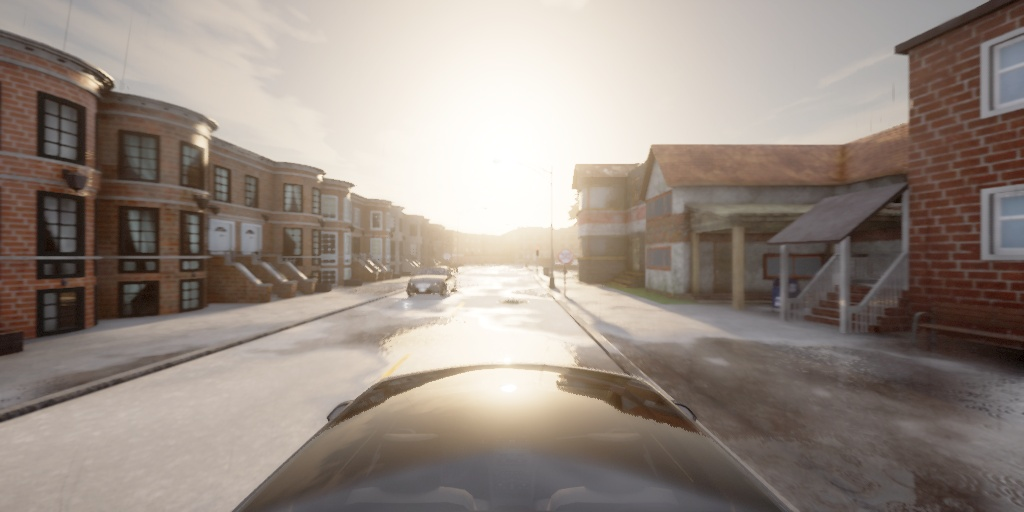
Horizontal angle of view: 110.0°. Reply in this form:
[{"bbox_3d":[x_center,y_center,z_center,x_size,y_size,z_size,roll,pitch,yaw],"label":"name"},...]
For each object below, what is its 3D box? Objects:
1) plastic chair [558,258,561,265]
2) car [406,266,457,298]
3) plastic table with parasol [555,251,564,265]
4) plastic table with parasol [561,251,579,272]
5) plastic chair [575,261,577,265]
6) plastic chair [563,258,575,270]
[{"bbox_3d":[8.737,1.417,62.247,0.730,1.272,0.750,0,0,-40],"label":"plastic chair"},{"bbox_3d":[-4.058,1.272,18.744,2.128,1.511,4.902,0,0,0],"label":"car"},{"bbox_3d":[9.769,0.818,62.989,2.482,2.480,2.482,0,0,-40],"label":"plastic table with parasol"},{"bbox_3d":[10.199,0.845,58.498,2.482,2.480,2.482,0,0,-40],"label":"plastic table with parasol"},{"bbox_3d":[11.099,1.448,57.523,0.750,1.272,0.730,0,0,-35],"label":"plastic chair"},{"bbox_3d":[9.167,1.447,57.756,0.730,1.272,0.750,0,0,-40],"label":"plastic chair"}]
